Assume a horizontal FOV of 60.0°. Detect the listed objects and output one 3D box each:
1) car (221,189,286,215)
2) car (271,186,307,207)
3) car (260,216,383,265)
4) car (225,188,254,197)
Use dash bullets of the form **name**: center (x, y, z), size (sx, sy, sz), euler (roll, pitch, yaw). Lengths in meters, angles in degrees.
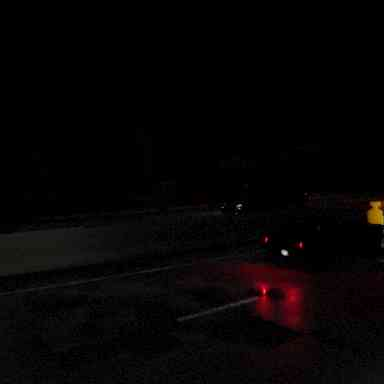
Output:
- **car**: center (4.259, 0.923, 24.200), size (4.553, 1.767, 2.097), euler (-3, 2, -35)
- **car**: center (8.497, 0.462, 31.456), size (5.566, 2.045, 2.150), euler (-3, 2, -35)
- **car**: center (4.598, 1.466, 11.325), size (4.718, 1.301, 1.895), euler (-2, 1, -35)
- **car**: center (8.657, 0.045, 60.645), size (2.033, 1.411, 5.357), euler (-3, 2, -35)
